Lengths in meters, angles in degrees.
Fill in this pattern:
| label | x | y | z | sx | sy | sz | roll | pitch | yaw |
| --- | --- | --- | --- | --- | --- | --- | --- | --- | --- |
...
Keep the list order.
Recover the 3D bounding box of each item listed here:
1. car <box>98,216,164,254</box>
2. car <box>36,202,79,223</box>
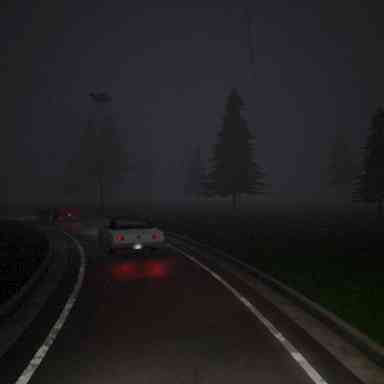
| label | x | y | z | sx | sy | sz | roll | pitch | yaw |
| --- | --- | --- | --- | --- | --- | --- | --- | --- | --- |
| car | -2.697 | 1.616 | 13.625 | 1.895 | 1.301 | 4.718 | 0 | 0 | -22 |
| car | -10.412 | 1.484 | 25.654 | 1.882 | 1.535 | 5.008 | 0 | 0 | -41 |
